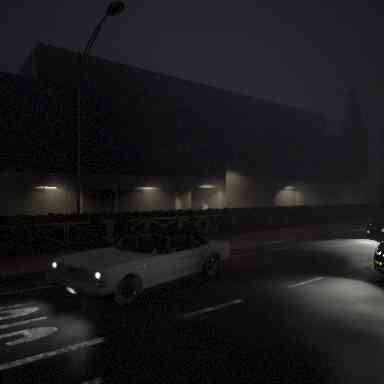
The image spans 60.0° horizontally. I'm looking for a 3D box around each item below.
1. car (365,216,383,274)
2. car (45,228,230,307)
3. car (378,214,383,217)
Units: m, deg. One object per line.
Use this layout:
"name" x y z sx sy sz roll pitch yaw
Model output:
"car" 6.936 1.506 9.331 4.892 1.490 1.837 0 0 -37
"car" -1.009 1.623 8.253 1.895 1.301 4.718 0 0 37
"car" 10.310 1.563 16.320 4.181 1.385 1.994 0 0 -37
